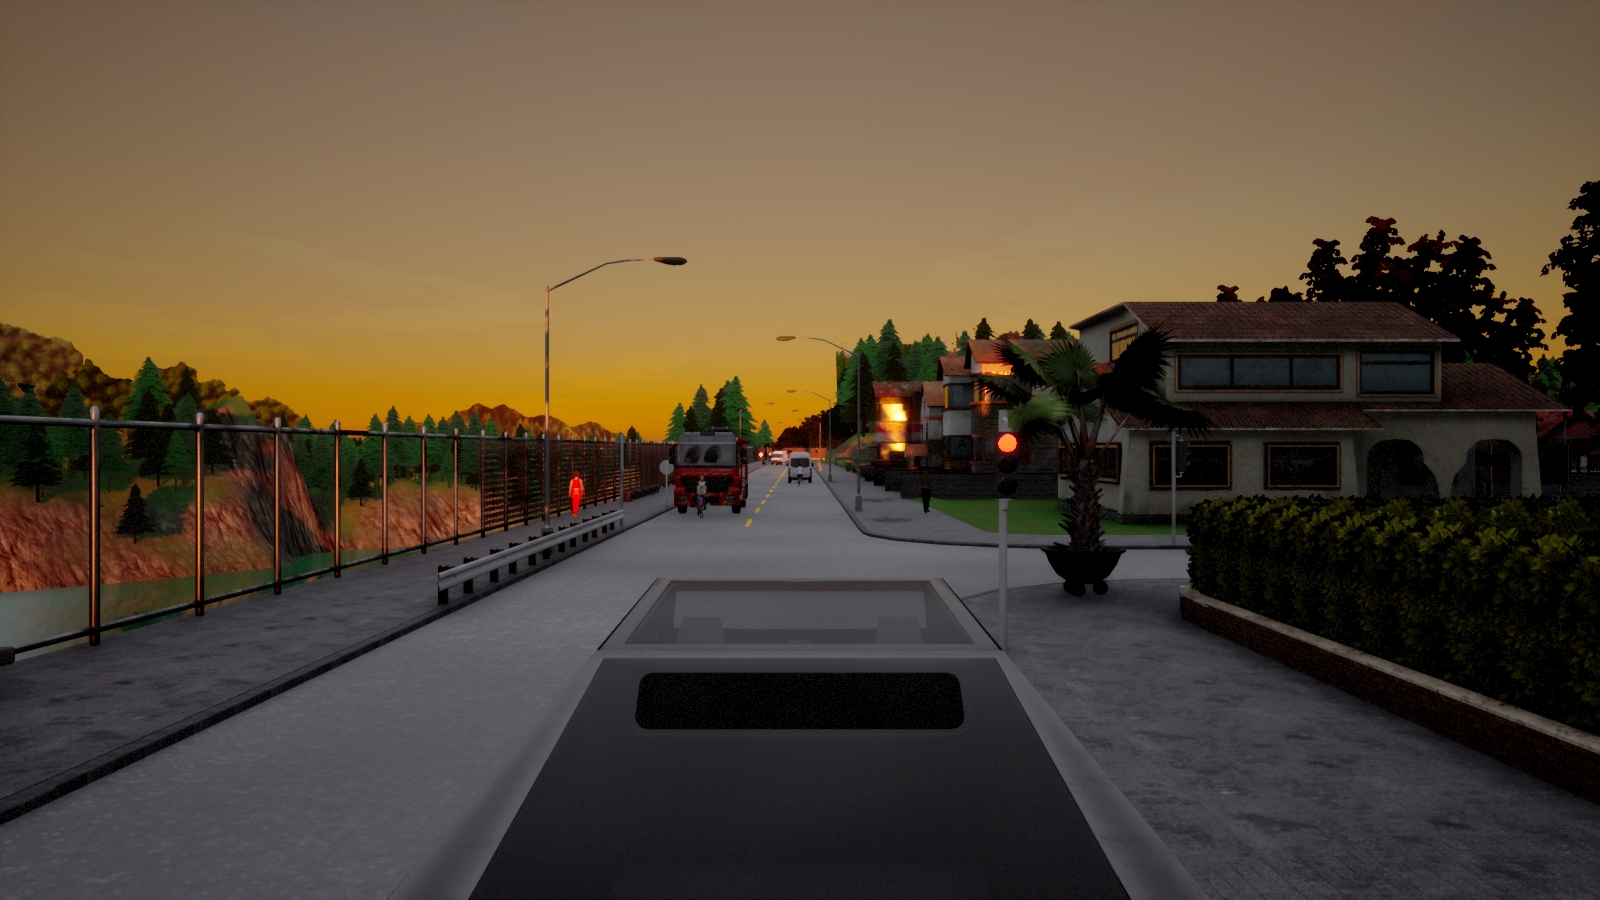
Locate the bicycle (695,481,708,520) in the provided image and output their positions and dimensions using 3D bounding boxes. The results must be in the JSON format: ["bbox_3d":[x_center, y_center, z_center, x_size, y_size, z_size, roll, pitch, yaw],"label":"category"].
[{"bbox_3d":[-3.997,2.039,46.400,0.373,1.496,1.643,0,1,0],"label":"bicycle"}]

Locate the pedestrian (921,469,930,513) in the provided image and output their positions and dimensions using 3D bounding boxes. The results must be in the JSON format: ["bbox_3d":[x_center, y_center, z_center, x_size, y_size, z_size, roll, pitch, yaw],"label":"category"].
[{"bbox_3d":[5.270,1.718,47.927,0.375,1.860,0.375,0,0,2],"label":"pedestrian"}]

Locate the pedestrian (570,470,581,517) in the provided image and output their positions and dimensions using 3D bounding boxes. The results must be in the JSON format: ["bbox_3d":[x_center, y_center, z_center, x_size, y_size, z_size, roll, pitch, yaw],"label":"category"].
[{"bbox_3d":[-8.912,1.727,45.395,0.375,1.860,0.375,0,0,-2],"label":"pedestrian"}]

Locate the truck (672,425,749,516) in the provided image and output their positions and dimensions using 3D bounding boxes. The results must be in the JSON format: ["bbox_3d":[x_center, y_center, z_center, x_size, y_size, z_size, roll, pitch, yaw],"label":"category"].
[{"bbox_3d":[-3.997,0.871,52.639,2.891,3.827,8.468,0,0,0],"label":"truck"}]

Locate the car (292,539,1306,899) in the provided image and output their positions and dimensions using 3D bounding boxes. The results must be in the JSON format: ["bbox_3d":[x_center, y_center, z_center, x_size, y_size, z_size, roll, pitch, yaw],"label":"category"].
[{"bbox_3d":[-0.001,1.751,5.830,2.390,2.098,6.274,0,0,0],"label":"car"}]
